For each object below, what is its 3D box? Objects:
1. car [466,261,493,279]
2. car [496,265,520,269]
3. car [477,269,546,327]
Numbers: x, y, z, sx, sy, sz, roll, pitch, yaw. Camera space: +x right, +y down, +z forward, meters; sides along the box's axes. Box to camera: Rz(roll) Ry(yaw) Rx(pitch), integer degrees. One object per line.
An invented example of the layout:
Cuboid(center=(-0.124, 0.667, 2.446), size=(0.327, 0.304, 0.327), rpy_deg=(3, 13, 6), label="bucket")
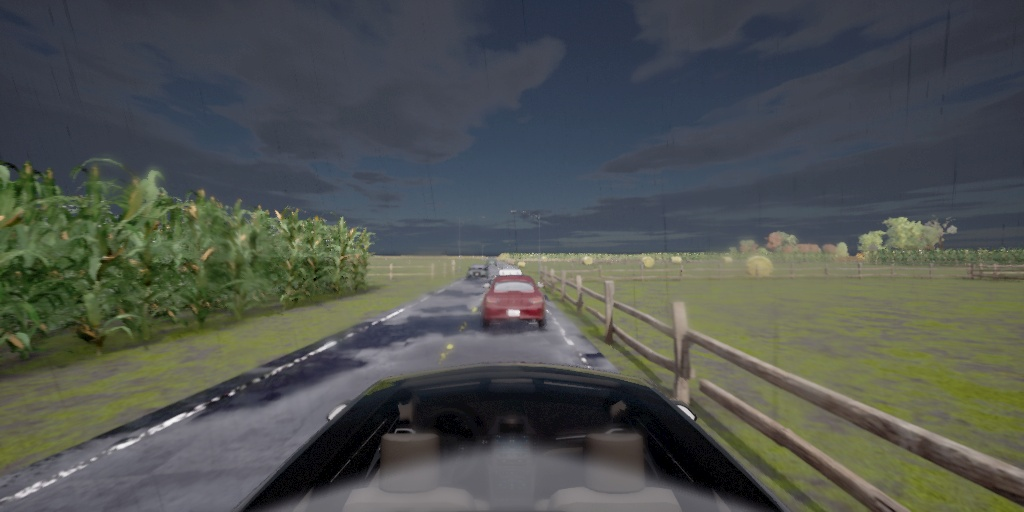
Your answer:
Cuboid(center=(-3.166, 1.468, 33.935), size=(1.994, 1.385, 4.181), rpy_deg=(0, 0, -1), label="car")
Cuboid(center=(-0.197, 1.499, 32.772), size=(1.895, 1.301, 4.718), rpy_deg=(0, 0, -1), label="car")
Cuboid(center=(0.053, 1.325, 11.605), size=(1.812, 1.442, 4.674), rpy_deg=(0, 0, 0), label="car")
